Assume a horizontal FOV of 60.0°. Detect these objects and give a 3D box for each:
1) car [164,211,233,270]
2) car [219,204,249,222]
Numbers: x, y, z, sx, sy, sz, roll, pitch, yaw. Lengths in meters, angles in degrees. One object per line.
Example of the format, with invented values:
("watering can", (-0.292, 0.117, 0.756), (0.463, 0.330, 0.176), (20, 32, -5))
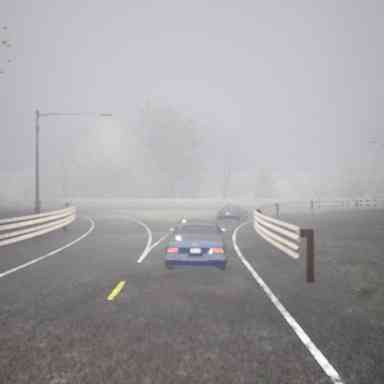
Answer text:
("car", (0.183, 1.605, 11.263), (2.033, 1.411, 5.357), (0, 0, 2))
("car", (3.580, 1.706, 28.452), (1.994, 1.385, 4.181), (0, 0, 21))
